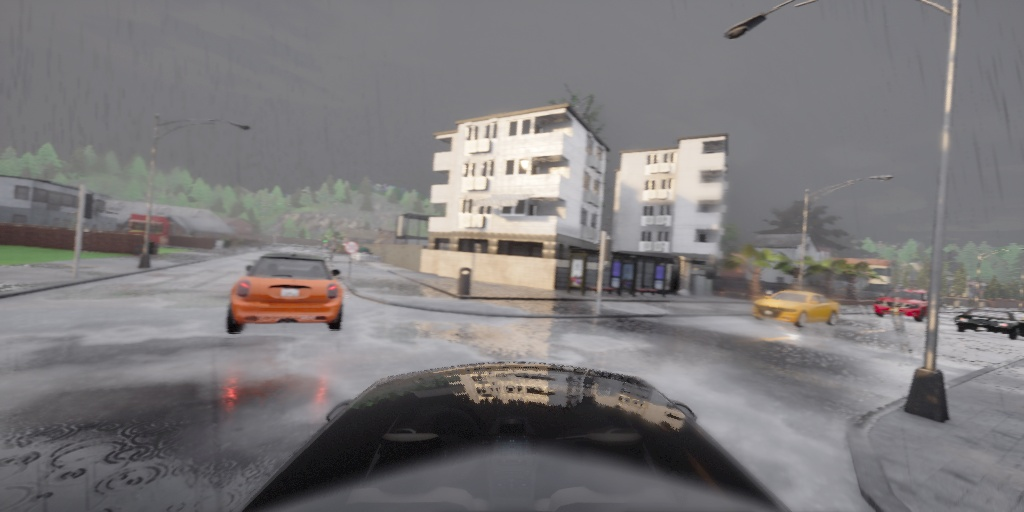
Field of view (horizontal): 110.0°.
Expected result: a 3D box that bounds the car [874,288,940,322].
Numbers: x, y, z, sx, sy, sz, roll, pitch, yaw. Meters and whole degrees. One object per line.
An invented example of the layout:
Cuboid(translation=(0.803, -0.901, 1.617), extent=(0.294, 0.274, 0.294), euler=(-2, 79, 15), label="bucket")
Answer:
Cuboid(translation=(27.586, 3.346, 24.979), extent=(5.566, 2.045, 2.150), euler=(3, 0, -29), label="car")

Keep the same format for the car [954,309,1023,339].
Cuboid(translation=(25.488, 3.525, 19.012), extent=(4.718, 1.301, 1.895), euler=(5, 0, -29), label="car")

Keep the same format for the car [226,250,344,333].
Cuboid(translation=(-5.578, 0.700, 9.200), extent=(2.097, 1.767, 4.553), euler=(5, 0, -29), label="car")

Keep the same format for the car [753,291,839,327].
Cuboid(translation=(13.588, 2.428, 17.127), extent=(5.008, 1.535, 1.882), euler=(5, 0, -29), label="car")
